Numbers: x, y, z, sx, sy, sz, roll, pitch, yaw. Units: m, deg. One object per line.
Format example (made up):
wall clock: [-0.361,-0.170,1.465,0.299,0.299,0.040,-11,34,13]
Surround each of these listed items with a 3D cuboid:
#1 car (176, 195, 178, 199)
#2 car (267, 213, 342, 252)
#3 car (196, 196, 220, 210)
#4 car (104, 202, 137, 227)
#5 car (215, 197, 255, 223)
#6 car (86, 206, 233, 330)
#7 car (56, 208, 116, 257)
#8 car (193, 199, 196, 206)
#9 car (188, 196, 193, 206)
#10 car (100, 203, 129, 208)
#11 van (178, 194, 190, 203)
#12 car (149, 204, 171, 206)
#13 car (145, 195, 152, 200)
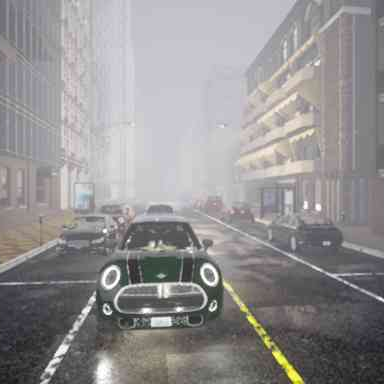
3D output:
car: [-1.947,1.586,75.523,1.947,1.339,4.313,0,0,-6]
car: [4.455,1.547,13.720,2.008,1.369,4.403,0,0,-6]
car: [2.127,1.314,36.194,2.192,1.841,5.009,0,0,-6]
car: [-5.027,1.525,23.923,1.752,1.417,4.829,0,0,-6]
car: [3.291,1.438,24.956,1.967,1.590,4.097,0,0,-6]
car: [-0.691,1.351,7.206,2.097,1.767,4.553,0,0,-6]
car: [-3.880,1.549,12.855,2.008,1.369,4.403,0,0,-6]
car: [1.544,1.582,41.812,1.802,1.307,4.206,0,0,-6]
car: [0.963,1.583,47.431,1.802,1.307,4.206,0,0,-6]
car: [-4.463,1.439,18.475,1.967,1.590,4.097,0,0,-6]
van: [-1.366,1.357,69.904,1.690,1.788,3.998,0,0,-6]
car: [-1.957,1.476,20.398,1.882,1.535,5.008,0,0,-6]
car: [-12.030,1.476,91.516,1.967,1.590,4.097,0,0,-6]
